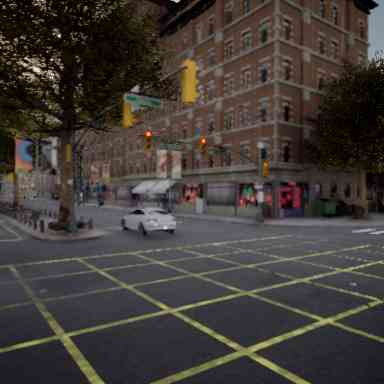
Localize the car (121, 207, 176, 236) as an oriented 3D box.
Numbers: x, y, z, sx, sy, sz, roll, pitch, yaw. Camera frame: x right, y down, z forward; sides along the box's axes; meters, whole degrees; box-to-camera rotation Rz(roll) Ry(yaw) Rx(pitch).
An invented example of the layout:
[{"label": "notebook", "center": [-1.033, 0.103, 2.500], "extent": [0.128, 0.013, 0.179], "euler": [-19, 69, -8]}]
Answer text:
[{"label": "car", "center": [-2.524, 1.592, 18.977], "extent": [1.812, 1.442, 4.674], "euler": [1, -1, -30]}]
